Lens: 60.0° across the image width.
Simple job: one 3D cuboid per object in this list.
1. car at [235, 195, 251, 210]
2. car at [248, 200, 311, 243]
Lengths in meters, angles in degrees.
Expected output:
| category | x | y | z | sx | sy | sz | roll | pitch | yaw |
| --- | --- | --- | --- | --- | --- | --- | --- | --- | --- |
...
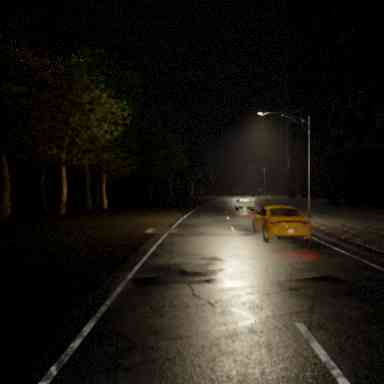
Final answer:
| category | x | y | z | sx | sy | sz | roll | pitch | yaw |
| --- | --- | --- | --- | --- | --- | --- | --- | --- | --- |
| car | 5.695 | 1.316 | 36.493 | 1.895 | 1.301 | 4.718 | 0 | 1 | 6 |
| car | 4.039 | 1.376 | 15.637 | 1.882 | 1.535 | 5.008 | 0 | 0 | 3 |
